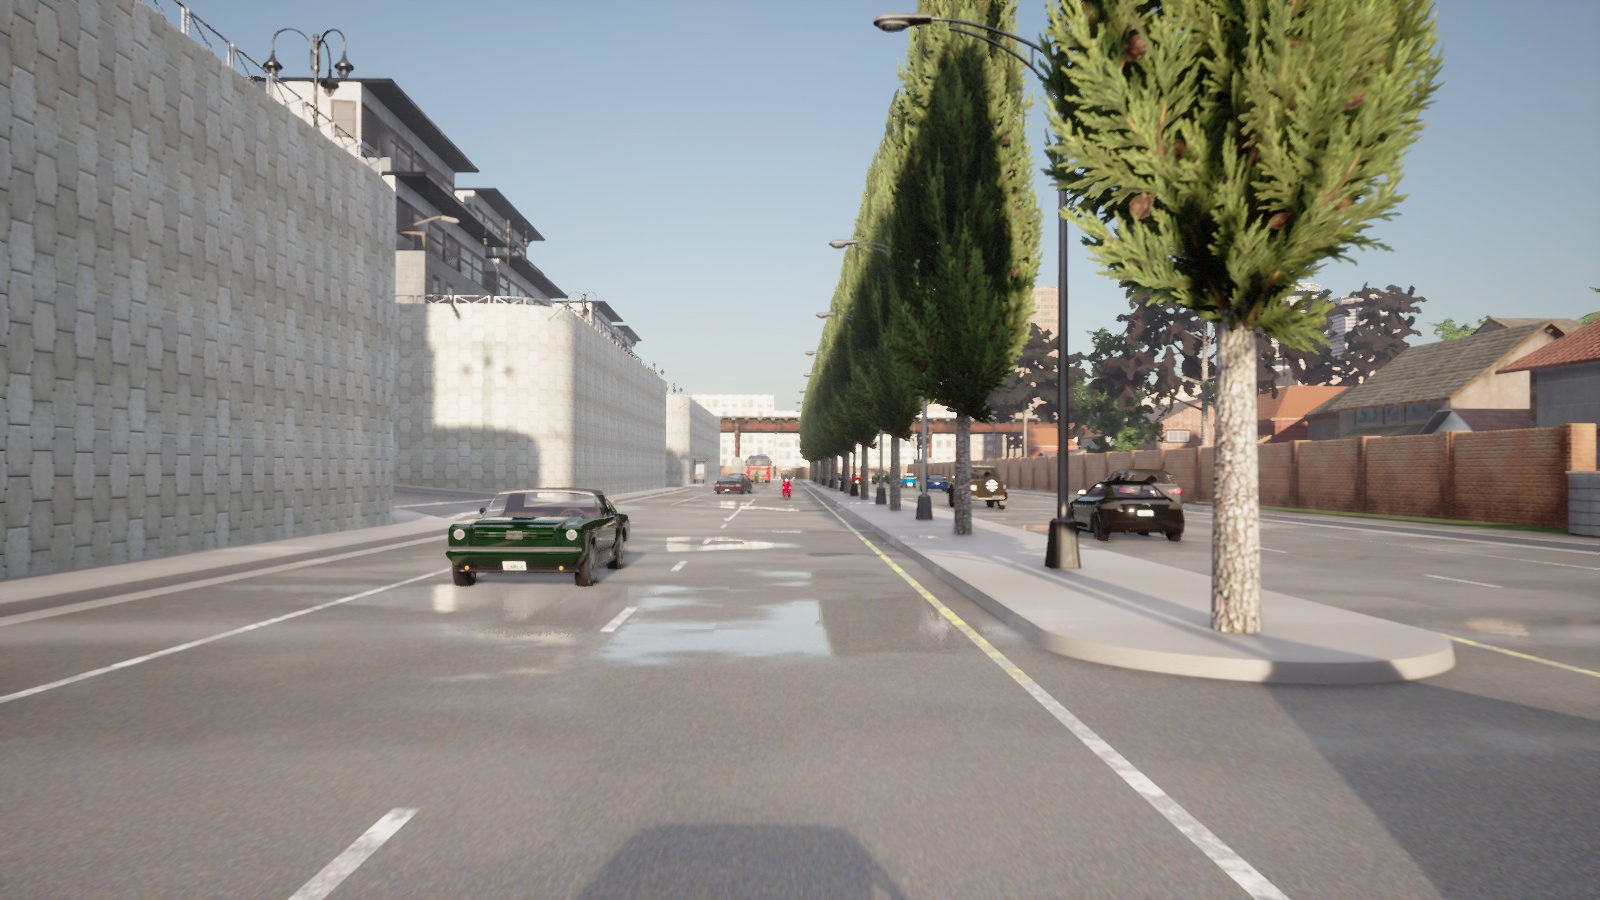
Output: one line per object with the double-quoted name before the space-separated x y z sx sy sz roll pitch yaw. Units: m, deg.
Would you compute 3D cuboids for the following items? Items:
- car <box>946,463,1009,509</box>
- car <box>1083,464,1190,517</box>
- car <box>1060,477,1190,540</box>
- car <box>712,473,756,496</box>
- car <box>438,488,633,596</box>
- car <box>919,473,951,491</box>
"car" 7.446 1.485 53.122 1.932 1.855 4.605 0 -1 -1
"car" 11.073 1.309 41.746 2.242 1.667 4.611 0 -1 -1
"car" 7.697 1.349 30.182 1.994 1.385 4.181 0 -1 -1
"car" -4.342 2.267 83.465 2.033 1.411 5.357 0 -1 7
"car" -3.672 1.234 18.309 1.895 1.301 4.718 0 -1 -1
"car" 10.458 2.461 97.722 1.994 1.385 4.181 0 -1 -1
